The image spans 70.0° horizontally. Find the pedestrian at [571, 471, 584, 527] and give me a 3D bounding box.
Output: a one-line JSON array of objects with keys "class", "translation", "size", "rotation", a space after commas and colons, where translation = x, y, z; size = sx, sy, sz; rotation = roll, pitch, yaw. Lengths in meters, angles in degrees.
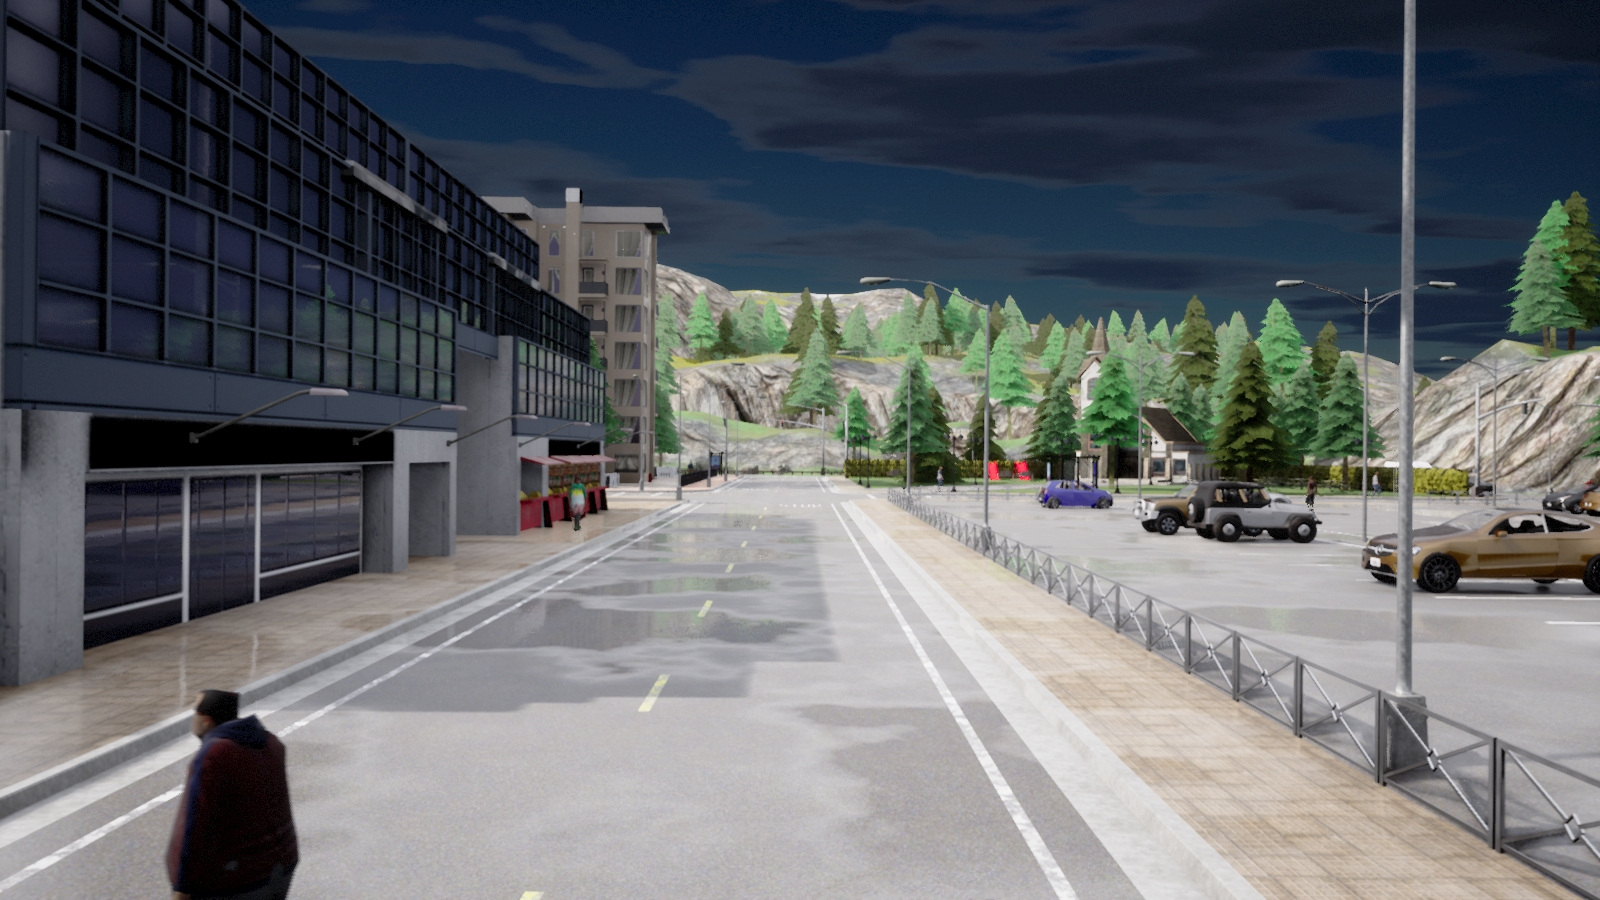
[{"class": "pedestrian", "translation": [-7.490, 1.644, 38.429], "size": [0.375, 1.860, 0.375], "rotation": [1, 0, -2]}]

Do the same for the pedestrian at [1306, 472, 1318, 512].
[{"class": "pedestrian", "translation": [24.273, 1.976, 54.133], "size": [0.375, 1.860, 0.375], "rotation": [1, 0, -6]}]

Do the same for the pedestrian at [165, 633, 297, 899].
[{"class": "pedestrian", "translation": [-2.608, 1.808, 5.243], "size": [0.375, 1.860, 0.375], "rotation": [1, 0, 14]}]
